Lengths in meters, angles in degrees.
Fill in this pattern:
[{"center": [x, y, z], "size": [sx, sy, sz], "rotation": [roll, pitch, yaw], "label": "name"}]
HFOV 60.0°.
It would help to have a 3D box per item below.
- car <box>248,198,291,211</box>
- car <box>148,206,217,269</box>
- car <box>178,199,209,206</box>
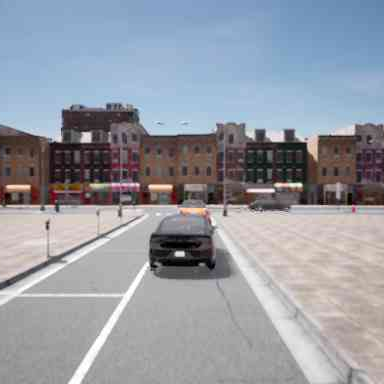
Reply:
[{"center": [8.509, 1.437, 36.629], "size": [4.674, 1.442, 1.812], "rotation": [0, 0, -2], "label": "car"}, {"center": [-0.204, 1.443, 11.049], "size": [1.882, 1.535, 5.008], "rotation": [0, 0, 3], "label": "car"}, {"center": [0.090, 1.285, 22.110], "size": [2.097, 1.767, 4.553], "rotation": [0, 0, 0], "label": "car"}]
